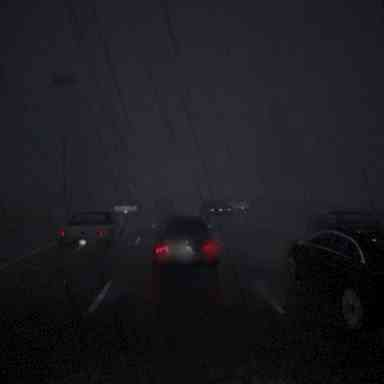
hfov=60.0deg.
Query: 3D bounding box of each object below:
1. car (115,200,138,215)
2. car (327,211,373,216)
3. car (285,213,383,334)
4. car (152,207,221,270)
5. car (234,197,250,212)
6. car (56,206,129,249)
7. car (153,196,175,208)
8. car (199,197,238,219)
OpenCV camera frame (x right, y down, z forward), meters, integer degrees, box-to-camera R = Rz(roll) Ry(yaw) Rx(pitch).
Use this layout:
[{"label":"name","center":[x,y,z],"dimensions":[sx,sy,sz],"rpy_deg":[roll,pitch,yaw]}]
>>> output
[{"label":"car","center":[-5.847,1.334,29.869],"dimensions":[1.895,1.301,4.718],"rpy_deg":[0,1,-9]},{"label":"car","center":[6.479,1.458,14.212],"dimensions":[1.895,1.301,4.718],"rpy_deg":[0,1,-4]},{"label":"car","center":[3.358,1.425,6.626],"dimensions":[2.128,1.511,4.902],"rpy_deg":[0,1,-2]},{"label":"car","center":[-0.287,1.448,10.684],"dimensions":[2.033,1.411,5.357],"rpy_deg":[0,1,-3]},{"label":"car","center":[4.288,1.215,32.837],"dimensions":[1.812,1.442,4.674],"rpy_deg":[0,1,-9]},{"label":"car","center":[-4.034,1.477,14.028],"dimensions":[1.895,1.301,4.718],"rpy_deg":[0,1,-4]},{"label":"car","center":[-2.853,1.176,33.106],"dimensions":[1.882,1.535,5.008],"rpy_deg":[0,1,-9]},{"label":"car","center":[1.733,1.301,26.341],"dimensions":[2.033,1.411,5.357],"rpy_deg":[0,1,-8]}]
